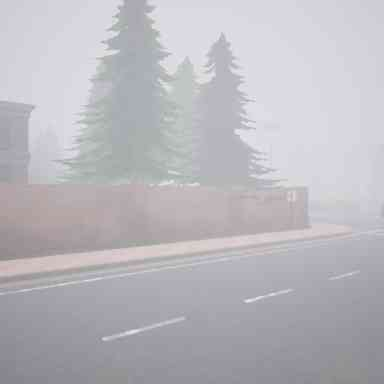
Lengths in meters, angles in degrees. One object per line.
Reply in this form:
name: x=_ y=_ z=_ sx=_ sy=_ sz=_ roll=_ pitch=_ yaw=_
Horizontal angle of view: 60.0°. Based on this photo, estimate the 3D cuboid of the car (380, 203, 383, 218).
car: x=16.014 y=1.224 z=22.776 sx=2.150 sy=2.045 sz=5.566 roll=0 pitch=0 yaw=-35

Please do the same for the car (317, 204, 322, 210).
car: x=12.672 y=1.547 z=39.620 sx=2.033 sy=1.411 sz=5.357 roll=0 pitch=0 yaw=-35

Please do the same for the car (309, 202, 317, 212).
car: x=10.728 y=1.525 z=36.311 sx=1.812 sy=1.442 sz=4.674 roll=0 pitch=0 yaw=-35
